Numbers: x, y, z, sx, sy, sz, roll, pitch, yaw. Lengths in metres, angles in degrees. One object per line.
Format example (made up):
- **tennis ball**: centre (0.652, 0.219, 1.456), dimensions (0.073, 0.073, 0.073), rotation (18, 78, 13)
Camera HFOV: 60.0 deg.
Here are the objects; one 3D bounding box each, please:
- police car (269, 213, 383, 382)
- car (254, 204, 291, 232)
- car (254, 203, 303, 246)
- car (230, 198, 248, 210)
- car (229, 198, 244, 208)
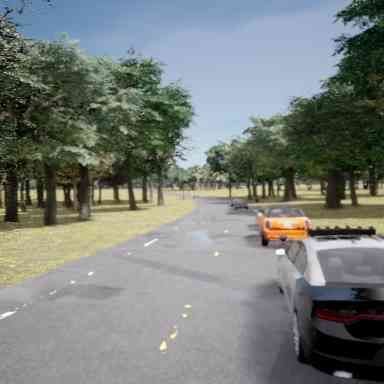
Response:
- **police car**: centre (2.570, 1.409, 5.821), dimensions (1.930, 1.638, 5.238), rotation (-2, -1, 10)
- **car**: centre (5.089, 1.577, 21.622), dimensions (1.812, 1.442, 4.674), rotation (-2, 0, 8)
- **car**: centre (4.199, 1.378, 15.617), dimensions (2.097, 1.767, 4.553), rotation (-2, -1, 9)
- **car**: centre (6.681, 1.738, 45.637), dimensions (2.033, 1.411, 5.357), rotation (-2, 0, 5)
- **car**: centre (7.419, 1.776, 55.919), dimensions (2.033, 1.411, 5.357), rotation (-2, 0, 3)
